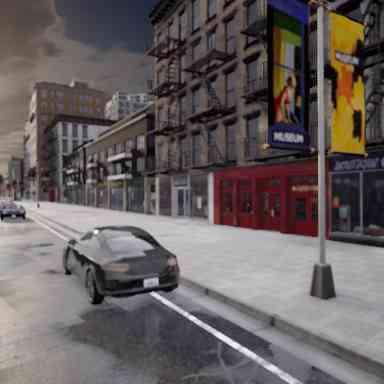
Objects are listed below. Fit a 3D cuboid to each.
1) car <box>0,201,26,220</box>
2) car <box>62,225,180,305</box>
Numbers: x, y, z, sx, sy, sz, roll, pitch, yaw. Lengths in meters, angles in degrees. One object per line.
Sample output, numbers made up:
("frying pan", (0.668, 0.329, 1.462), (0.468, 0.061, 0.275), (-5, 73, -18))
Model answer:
("car", (-16.149, 1.755, 29.936), (1.895, 1.301, 4.718), (0, 0, -31))
("car", (-1.952, 1.560, 8.286), (1.812, 1.442, 4.674), (0, 0, -31))
